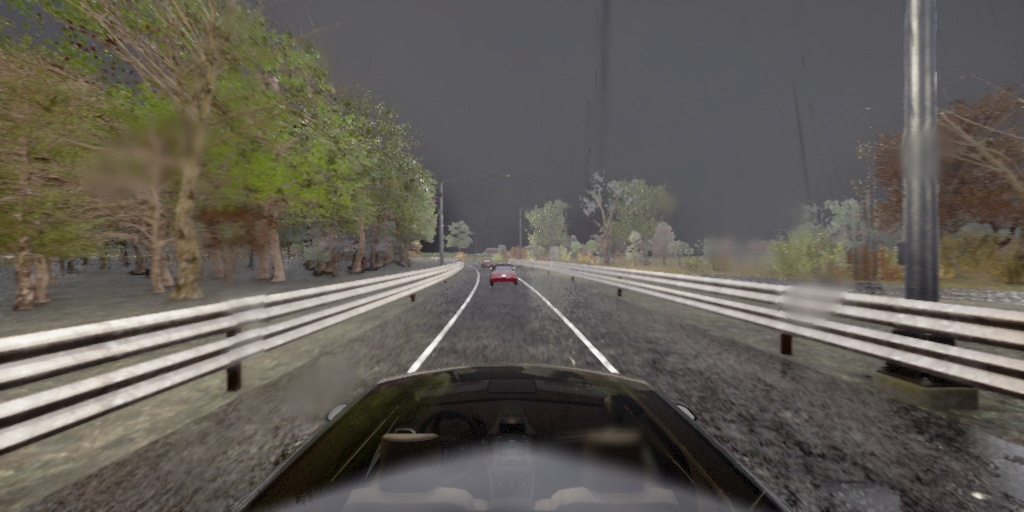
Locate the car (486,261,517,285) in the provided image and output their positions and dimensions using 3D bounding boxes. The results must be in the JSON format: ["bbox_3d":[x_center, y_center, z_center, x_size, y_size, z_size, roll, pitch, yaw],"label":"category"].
[{"bbox_3d":[-0.702,1.311,26.621,1.994,1.385,4.181,0,0,-4],"label":"car"}]

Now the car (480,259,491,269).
[{"bbox_3d":[-4.004,1.244,57.026,1.812,1.442,4.674,0,0,-9],"label":"car"}]
